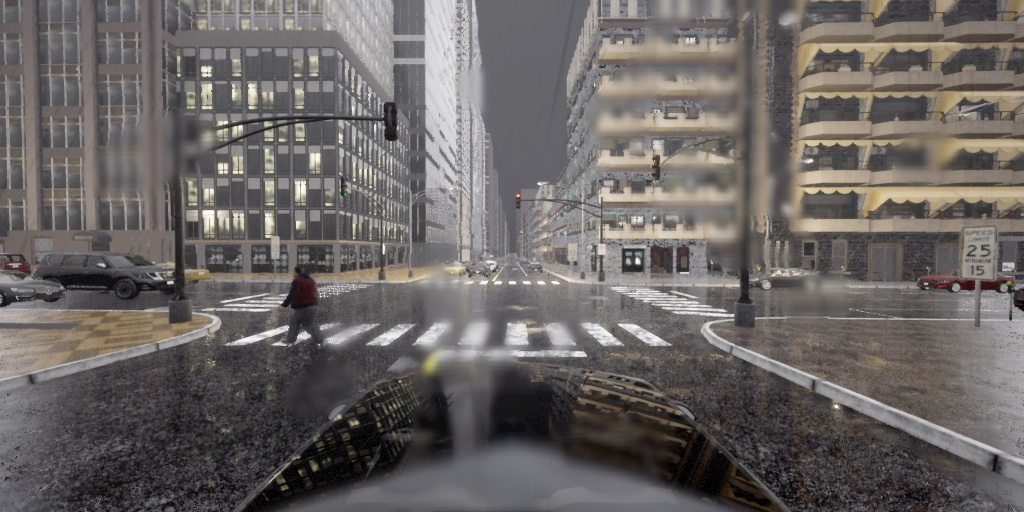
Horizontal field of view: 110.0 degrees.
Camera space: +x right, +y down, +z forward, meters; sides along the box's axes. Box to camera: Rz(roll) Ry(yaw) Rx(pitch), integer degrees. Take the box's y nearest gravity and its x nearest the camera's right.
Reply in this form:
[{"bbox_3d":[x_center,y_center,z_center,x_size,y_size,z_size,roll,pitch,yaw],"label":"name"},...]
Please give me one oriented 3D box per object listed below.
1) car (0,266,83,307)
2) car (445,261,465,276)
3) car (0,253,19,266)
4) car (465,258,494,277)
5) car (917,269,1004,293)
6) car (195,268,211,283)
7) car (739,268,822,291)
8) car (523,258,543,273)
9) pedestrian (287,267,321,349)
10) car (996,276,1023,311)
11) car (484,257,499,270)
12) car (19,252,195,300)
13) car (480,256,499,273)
[{"bbox_3d":[-20.287,1.204,14.047,4.403,1.370,2.007,0,0,1],"label":"car"},{"bbox_3d":[-5.694,1.266,36.531,1.751,1.417,4.829,0,0,0],"label":"car"},{"bbox_3d":[-33.615,0.713,22.584,5.009,1.841,2.192,0,0,1],"label":"car"},{"bbox_3d":[-3.099,1.246,34.737,1.837,1.490,4.892,0,0,0],"label":"car"},{"bbox_3d":[27.373,1.462,21.733,4.507,1.381,1.888,0,0,1],"label":"car"},{"bbox_3d":[-21.669,1.030,22.381,4.829,1.417,1.751,0,0,1],"label":"car"},{"bbox_3d":[16.307,1.376,21.887,4.403,1.370,2.007,0,0,1],"label":"car"},{"bbox_3d":[2.685,1.290,42.356,2.007,1.370,4.403,0,0,0],"label":"car"},{"bbox_3d":[-4.446,1.042,7.670,0.375,1.860,0.375,-1,1,0],"label":"pedestrian"},{"bbox_3d":[21.715,1.576,13.432,4.313,1.339,1.948,0,0,1],"label":"car"},{"bbox_3d":[-3.093,1.090,54.579,2.097,1.767,4.553,0,0,0],"label":"car"},{"bbox_3d":[-18.484,0.848,16.567,5.566,2.045,2.150,1,1,1],"label":"car"},{"bbox_3d":[-3.101,0.961,44.436,2.150,2.045,5.566,0,0,0],"label":"car"}]
